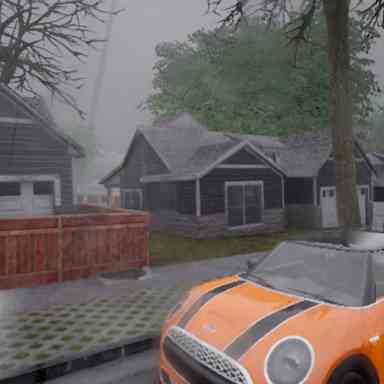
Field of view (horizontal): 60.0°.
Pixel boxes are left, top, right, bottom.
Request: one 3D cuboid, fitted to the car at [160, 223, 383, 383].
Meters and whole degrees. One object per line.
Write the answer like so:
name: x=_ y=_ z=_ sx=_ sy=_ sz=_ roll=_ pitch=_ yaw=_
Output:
car: x=1.838 y=1.364 z=4.382 sx=4.553 sy=1.767 sz=2.097 roll=0 pitch=0 yaw=-36
